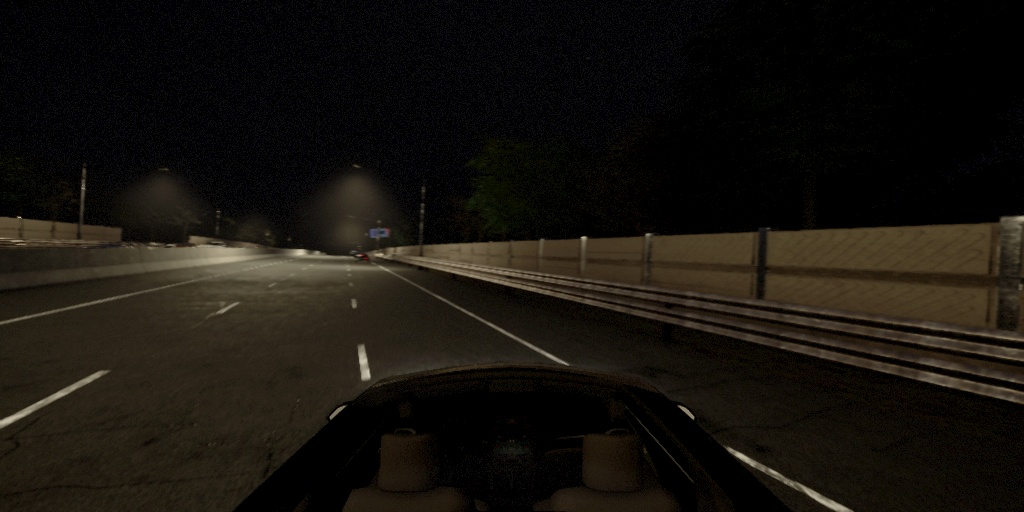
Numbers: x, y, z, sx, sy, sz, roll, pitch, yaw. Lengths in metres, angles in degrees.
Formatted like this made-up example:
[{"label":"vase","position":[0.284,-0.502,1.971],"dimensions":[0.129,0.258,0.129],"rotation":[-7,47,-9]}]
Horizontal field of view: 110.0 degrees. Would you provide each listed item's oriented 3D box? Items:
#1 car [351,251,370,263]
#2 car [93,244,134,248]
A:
[{"label":"car","position":[-21.048,0.111,50.322],"dimensions":[2.128,1.511,4.902],"rotation":[3,0,-25]},{"label":"car","position":[-29.270,-0.174,26.324],"dimensions":[2.033,1.411,5.357],"rotation":[3,0,-24]}]
